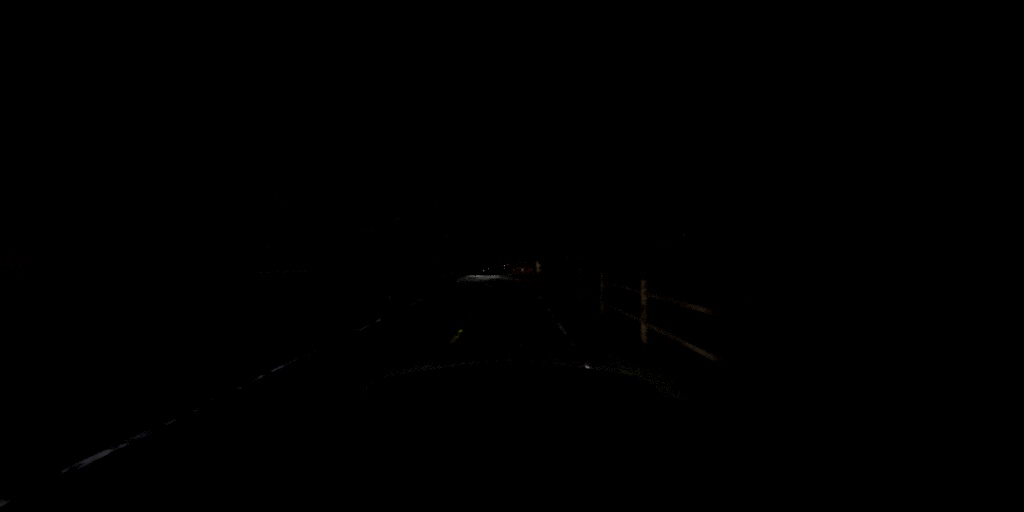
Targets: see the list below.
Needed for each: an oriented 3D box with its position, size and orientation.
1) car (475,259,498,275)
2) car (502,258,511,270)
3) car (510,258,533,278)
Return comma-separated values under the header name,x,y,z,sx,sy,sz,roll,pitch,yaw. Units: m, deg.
name,x,y,z,sx,sy,sz,roll,pitch,yaw
car,-2.850,1.257,38.566,1.837,1.490,4.892,0,-1,0
car,-0.012,1.306,52.594,2.033,1.411,5.357,0,0,0
car,0.953,1.204,33.868,1.801,1.575,5.366,0,0,0
